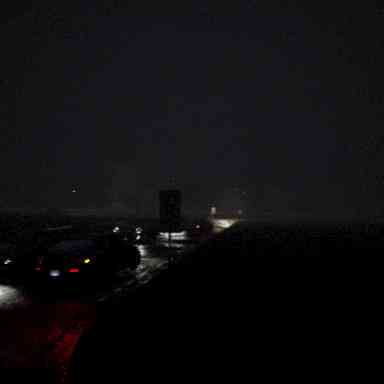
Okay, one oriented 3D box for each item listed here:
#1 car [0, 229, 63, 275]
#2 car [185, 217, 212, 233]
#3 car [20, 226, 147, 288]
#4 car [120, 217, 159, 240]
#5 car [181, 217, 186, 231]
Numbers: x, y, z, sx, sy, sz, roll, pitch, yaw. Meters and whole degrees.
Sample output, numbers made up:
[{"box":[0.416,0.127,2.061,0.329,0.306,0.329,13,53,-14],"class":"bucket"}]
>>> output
[{"box":[-5.775,2.149,12.621,2.033,1.411,5.357,0,-3,10],"class":"car"},{"box":[0.923,3.447,34.145,1.994,1.385,4.181,0,-3,10],"class":"car"},{"box":[-3.179,2.070,10.937,1.812,1.442,4.674,0,-3,10],"class":"car"},{"box":[-3.869,2.576,23.382,2.097,1.767,4.553,0,-3,10],"class":"car"},{"box":[-1.394,3.513,37.285,2.128,1.511,4.902,0,-3,11],"class":"car"}]
